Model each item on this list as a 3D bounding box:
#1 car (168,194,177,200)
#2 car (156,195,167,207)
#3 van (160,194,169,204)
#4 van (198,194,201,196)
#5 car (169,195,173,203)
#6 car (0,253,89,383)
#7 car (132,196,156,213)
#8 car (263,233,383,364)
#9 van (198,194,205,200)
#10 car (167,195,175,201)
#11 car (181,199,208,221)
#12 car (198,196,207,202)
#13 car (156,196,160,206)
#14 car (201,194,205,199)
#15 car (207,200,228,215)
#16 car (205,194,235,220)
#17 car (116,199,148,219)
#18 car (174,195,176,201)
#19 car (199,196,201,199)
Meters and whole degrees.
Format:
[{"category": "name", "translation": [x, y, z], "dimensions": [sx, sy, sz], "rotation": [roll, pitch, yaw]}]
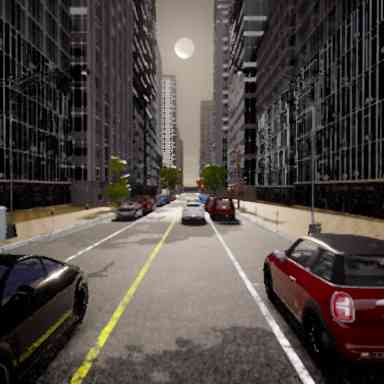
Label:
[{"category": "car", "translation": [-5.298, 1.455, 90.587], "dimensions": [1.967, 1.590, 4.097], "rotation": [-1, 0, 0]}, {"category": "car", "translation": [-5.309, 1.581, 51.047], "dimensions": [1.802, 1.307, 4.206], "rotation": [-1, 0, 0]}, {"category": "van", "translation": [-5.310, 1.342, 56.695], "dimensions": [1.690, 1.788, 3.998], "rotation": [-1, 0, 0]}, {"category": "van", "translation": [2.574, 1.345, 68.020], "dimensions": [1.690, 1.788, 3.998], "rotation": [-1, 0, 0]}, {"category": "car", "translation": [-5.309, 1.317, 62.344], "dimensions": [2.192, 1.841, 5.009], "rotation": [-1, 0, 0]}, {"category": "car", "translation": [-2.849, 1.563, 4.360], "dimensions": [1.994, 1.385, 4.181], "rotation": [0, 0, 0]}, {"category": "car", "translation": [-5.318, 1.310, 34.101], "dimensions": [2.192, 1.841, 5.009], "rotation": [-1, 0, 0]}, {"category": "car", "translation": [2.522, 1.438, 5.884], "dimensions": [1.967, 1.590, 4.097], "rotation": [-1, 0, 0]}, {"category": "van", "translation": [2.581, 1.356, 90.615], "dimensions": [1.690, 1.788, 3.998], "rotation": [-1, 0, 0]}, {"category": "car", "translation": [-5.300, 1.556, 84.939], "dimensions": [1.887, 1.381, 4.507], "rotation": [-1, 0, 0]}, {"category": "car", "translation": [0.107, 1.521, 27.124], "dimensions": [1.812, 1.442, 4.674], "rotation": [0, 0, 0]}, {"category": "car", "translation": [2.580, 1.560, 79.318], "dimensions": [2.008, 1.369, 4.403], "rotation": [-1, 0, 0]}, {"category": "car", "translation": [-5.313, 1.547, 39.750], "dimensions": [2.008, 1.369, 4.403], "rotation": [-1, 0, 0]}, {"category": "car", "translation": [2.531, 1.311, 39.777], "dimensions": [2.192, 1.841, 5.009], "rotation": [-1, 0, 0]}, {"category": "car", "translation": [2.533, 1.577, 34.128], "dimensions": [1.802, 1.307, 4.206], "rotation": [-1, 0, 0]}, {"category": "car", "translation": [2.527, 1.310, 28.479], "dimensions": [2.192, 1.841, 5.009], "rotation": [-1, 0, 0]}, {"category": "car", "translation": [-5.316, 1.546, 28.453], "dimensions": [2.008, 1.369, 4.403], "rotation": [-1, 0, 0]}, {"category": "car", "translation": [-5.300, 1.591, 79.290], "dimensions": [1.802, 1.307, 4.206], "rotation": [-1, 0, 0]}, {"category": "car", "translation": [0.115, 1.560, 43.345], "dimensions": [1.994, 1.385, 4.181], "rotation": [0, 0, 0]}]
